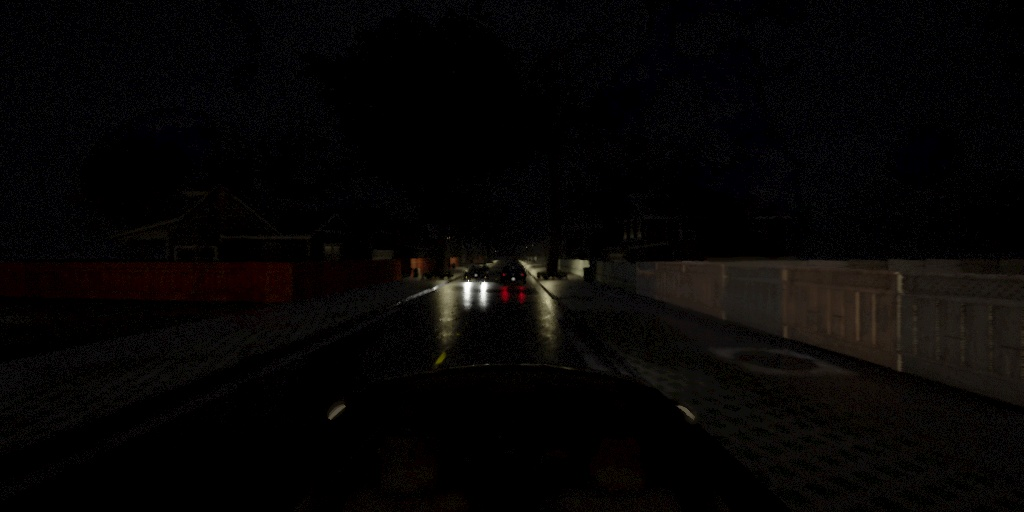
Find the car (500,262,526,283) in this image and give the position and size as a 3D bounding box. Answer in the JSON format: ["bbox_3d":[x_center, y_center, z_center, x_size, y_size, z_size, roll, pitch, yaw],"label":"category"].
[{"bbox_3d":[0.105,1.324,27.198,1.895,1.301,4.718,0,0,1],"label":"car"}]

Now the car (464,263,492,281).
[{"bbox_3d":[-2.709,1.281,29.055,1.994,1.385,4.181,0,0,0],"label":"car"}]

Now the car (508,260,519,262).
[{"bbox_3d":[0.156,1.203,45.557,1.837,1.490,4.892,0,0,0],"label":"car"}]
